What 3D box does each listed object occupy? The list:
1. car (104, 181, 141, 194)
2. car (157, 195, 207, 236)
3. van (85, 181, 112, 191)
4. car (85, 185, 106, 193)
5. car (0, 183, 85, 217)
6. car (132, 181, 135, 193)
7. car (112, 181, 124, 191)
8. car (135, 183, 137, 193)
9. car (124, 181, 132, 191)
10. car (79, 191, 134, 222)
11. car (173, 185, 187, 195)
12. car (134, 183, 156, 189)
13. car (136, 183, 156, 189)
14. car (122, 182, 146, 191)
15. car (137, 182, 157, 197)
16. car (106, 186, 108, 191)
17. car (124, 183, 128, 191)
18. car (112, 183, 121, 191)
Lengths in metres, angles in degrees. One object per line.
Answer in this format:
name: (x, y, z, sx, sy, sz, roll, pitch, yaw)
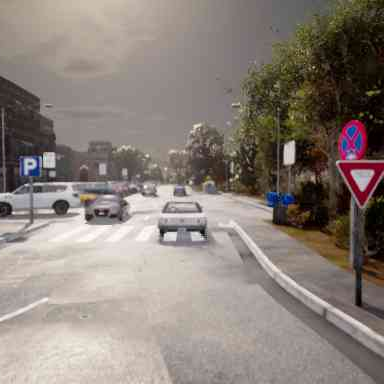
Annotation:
car: (-11.473, -0.752, 54.607, 5.566, 2.045, 2.435, -2, 2, -22)
car: (-0.424, 1.043, 14.695, 1.895, 1.301, 4.718, 0, 2, -1)
van: (-10.766, 0.026, 33.551, 4.442, 1.987, 1.878, -2, 3, -22)
car: (-10.230, 0.457, 27.681, 5.366, 1.575, 1.946, -2, 2, -22)
car: (-10.164, 0.432, 21.581, 5.566, 2.045, 2.435, -2, 3, -22)
car: (-11.229, -0.416, 48.605, 4.553, 1.767, 2.185, -2, 3, -22)
car: (-10.936, -0.093, 39.597, 4.553, 1.767, 2.185, -2, 2, -22)
car: (-11.353, -0.367, 51.621, 4.792, 1.488, 2.163, -2, 2, -22)
car: (-11.111, -0.309, 45.608, 4.553, 1.767, 2.185, -2, 3, -22)
car: (-4.733, 0.849, 19.075, 1.994, 1.385, 4.181, 0, 2, -3)
car: (-1.777, -0.240, 48.198, 1.812, 1.442, 4.674, 0, 2, -3)
car: (-12.784, -1.704, 90.641, 5.366, 1.575, 1.946, -2, 2, -22)
car: (-12.917, -1.801, 93.639, 5.366, 1.575, 1.946, -2, 2, -22)
car: (-12.115, -1.136, 69.580, 4.553, 1.767, 2.185, -2, 2, -22)
car: (-5.804, -0.174, 45.459, 2.128, 1.511, 4.902, 0, 2, -2)
car: (-10.536, 0.397, 30.612, 4.674, 1.452, 2.002, -2, 2, -22)
car: (-11.024, -0.036, 42.609, 4.674, 1.452, 2.002, -2, 2, -22)
car: (-10.772, 0.140, 36.605, 5.008, 1.535, 2.097, -2, 3, -22)
